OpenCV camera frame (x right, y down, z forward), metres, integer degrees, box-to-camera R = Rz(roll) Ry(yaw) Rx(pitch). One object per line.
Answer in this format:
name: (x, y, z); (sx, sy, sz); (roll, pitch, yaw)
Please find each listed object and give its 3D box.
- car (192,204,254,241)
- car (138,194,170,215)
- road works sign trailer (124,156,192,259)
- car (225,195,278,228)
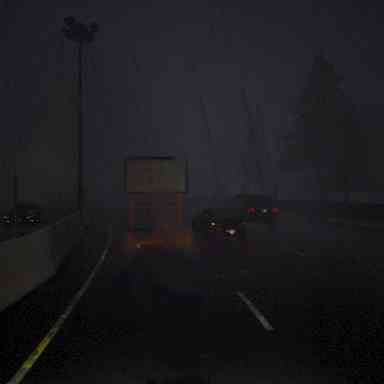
car: (1.240, 1.513, 16.569); (1.812, 1.442, 4.674); (0, 0, -12)
car: (-3.980, 1.193, 34.090); (2.150, 2.045, 5.566); (0, 0, -22)
road works sign trailer: (-1.387, 0.455, 12.750); (2.380, 3.560, 2.880); (0, 0, -13)
car: (3.588, 1.202, 22.087); (2.150, 2.045, 5.566); (0, 0, -14)
